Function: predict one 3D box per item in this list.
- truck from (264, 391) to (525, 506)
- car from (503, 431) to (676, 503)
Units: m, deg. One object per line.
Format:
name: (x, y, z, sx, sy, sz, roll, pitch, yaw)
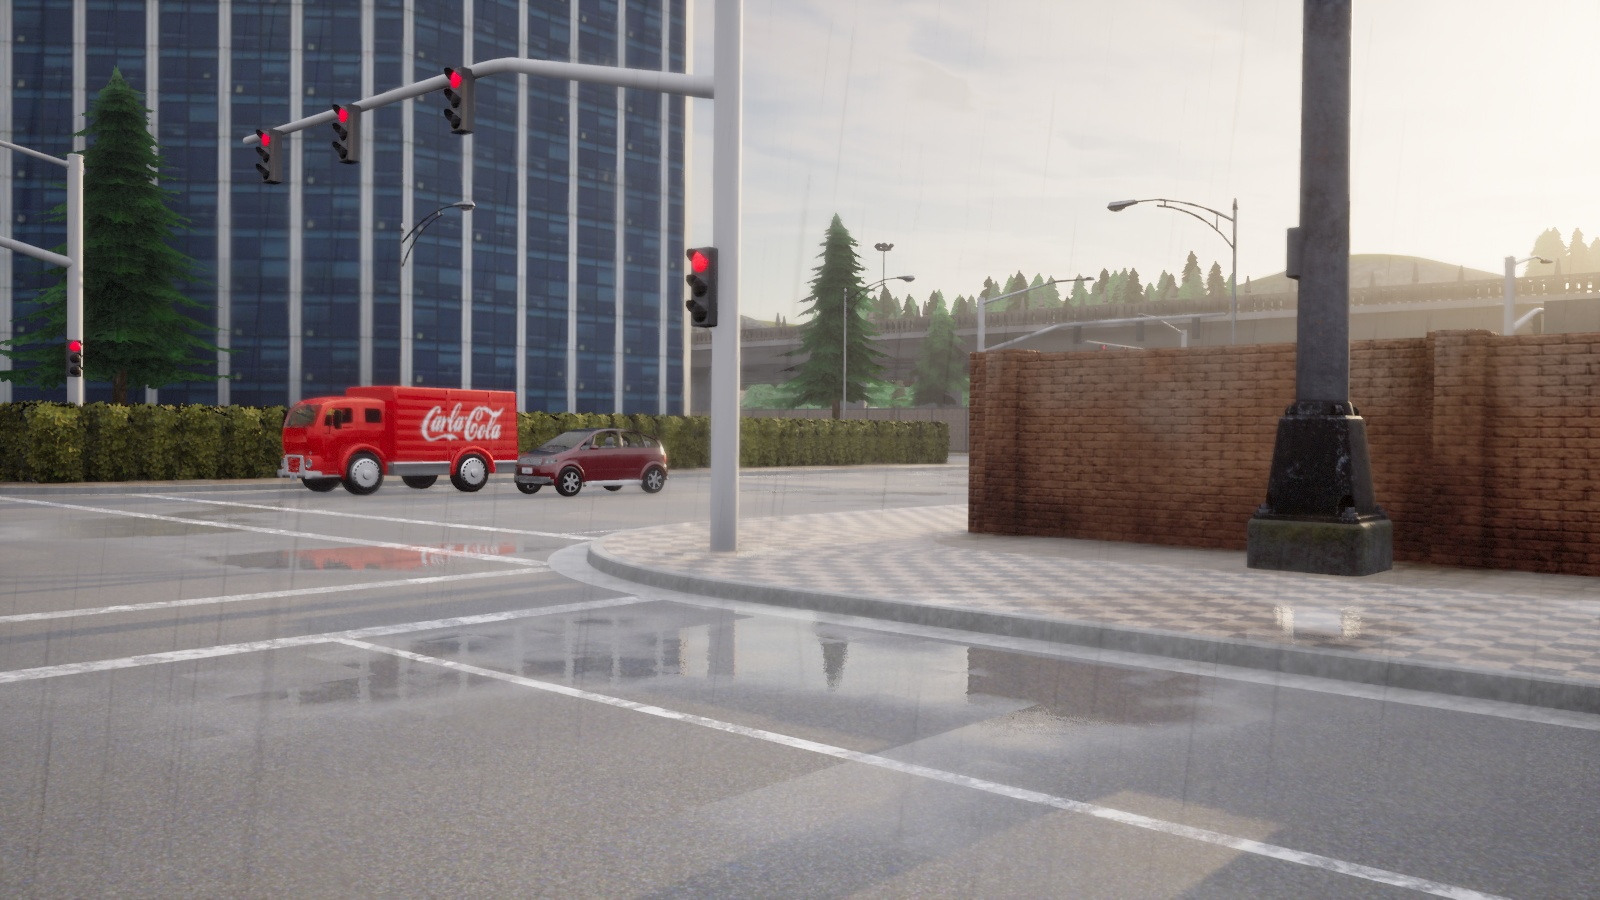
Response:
truck: (-9.437, -0.074, 29.588, 2.627, 2.467, 5.204, 0, 1, 41)
car: (-4.882, 0.352, 29.483, 1.789, 1.549, 3.705, 0, 1, 41)
